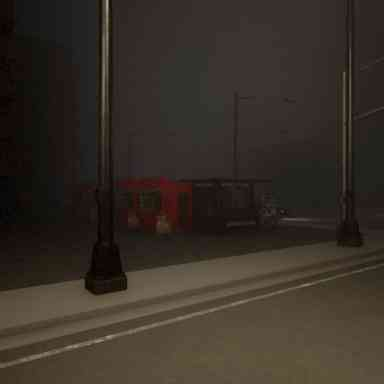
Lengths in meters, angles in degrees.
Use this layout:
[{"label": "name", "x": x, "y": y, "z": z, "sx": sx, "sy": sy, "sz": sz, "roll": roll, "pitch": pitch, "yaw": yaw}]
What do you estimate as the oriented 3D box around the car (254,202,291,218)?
[{"label": "car", "x": 7.226, "y": 1.675, "z": 31.971, "sx": 1.837, "sy": 1.490, "sz": 4.892, "roll": 0, "pitch": -1, "yaw": -36}]
